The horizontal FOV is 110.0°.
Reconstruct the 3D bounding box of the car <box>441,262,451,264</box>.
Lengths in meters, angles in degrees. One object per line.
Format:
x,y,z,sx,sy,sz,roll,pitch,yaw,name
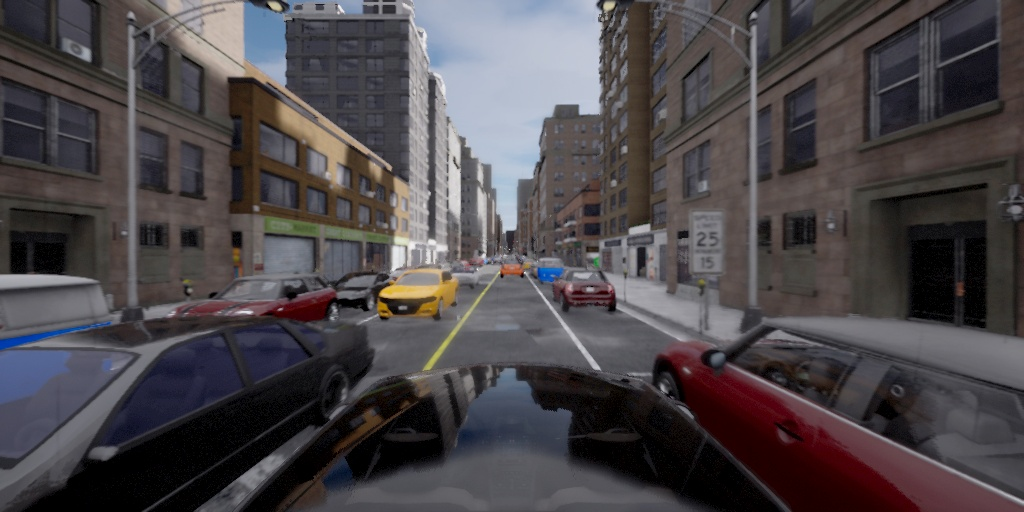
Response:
-5.855,1.263,25.494,1.948,1.339,4.313,0,0,0,car

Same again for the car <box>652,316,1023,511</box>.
2.669,1.187,2.822,1.967,1.591,4.097,0,0,0,car

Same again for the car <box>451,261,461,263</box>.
-5.854,1.209,30.992,1.751,1.417,4.829,0,0,0,car

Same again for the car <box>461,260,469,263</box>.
-5.854,1.235,36.831,1.948,1.339,4.313,0,0,0,car

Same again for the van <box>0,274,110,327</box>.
-5.856,1.089,2.821,1.690,1.789,3.998,0,0,0,van

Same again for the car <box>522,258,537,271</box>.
2.354,1.094,49.005,1.801,1.575,5.366,0,0,0,car

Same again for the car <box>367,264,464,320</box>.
-3.098,1.204,12.717,1.882,1.535,5.008,0,0,0,car

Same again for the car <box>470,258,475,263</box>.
-5.854,1.200,42.498,1.888,1.381,4.507,0,0,0,car

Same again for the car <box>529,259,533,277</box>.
2.671,1.208,31.338,1.751,1.417,4.829,0,0,0,car

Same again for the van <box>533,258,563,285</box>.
2.671,1.038,25.499,1.690,1.789,3.998,0,0,0,van

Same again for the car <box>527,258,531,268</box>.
2.672,1.219,36.838,2.007,1.370,4.403,0,0,0,car

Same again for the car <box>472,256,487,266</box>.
-5.852,0.924,59.504,2.192,1.841,5.009,0,0,0,car

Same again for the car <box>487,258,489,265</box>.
-5.852,1.144,65.172,2.007,1.370,4.403,0,0,0,car

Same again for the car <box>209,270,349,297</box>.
-5.856,1.176,8.489,1.967,1.591,4.097,0,0,0,car

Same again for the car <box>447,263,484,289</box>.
-3.090,1.305,22.636,1.895,1.301,4.718,0,0,0,car

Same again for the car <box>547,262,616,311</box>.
2.670,1.163,14.161,1.967,1.591,4.097,0,0,0,car

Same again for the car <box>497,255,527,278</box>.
0.004,1.030,32.832,2.097,1.767,4.553,0,0,0,car

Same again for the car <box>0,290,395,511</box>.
-3.072,1.295,3.008,2.033,1.411,5.357,0,0,4,car

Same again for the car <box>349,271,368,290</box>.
-5.855,1.289,14.158,1.948,1.339,4.313,0,0,0,car
